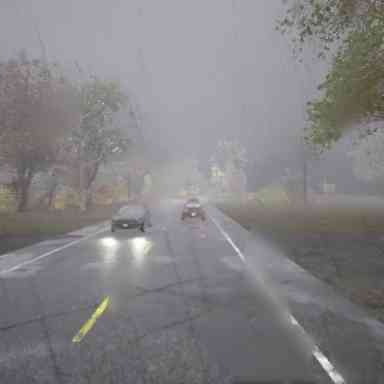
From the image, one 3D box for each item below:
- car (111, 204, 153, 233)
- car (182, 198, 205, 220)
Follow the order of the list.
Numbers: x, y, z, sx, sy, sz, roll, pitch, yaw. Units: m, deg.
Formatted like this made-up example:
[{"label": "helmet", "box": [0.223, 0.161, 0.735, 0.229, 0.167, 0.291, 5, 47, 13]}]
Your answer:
[{"label": "car", "box": [-3.494, 1.489, 20.019, 1.882, 1.535, 5.008, 0, 0, 0]}, {"label": "car", "box": [0.114, 1.537, 28.009, 1.812, 1.442, 4.674, 0, 0, 0]}]
